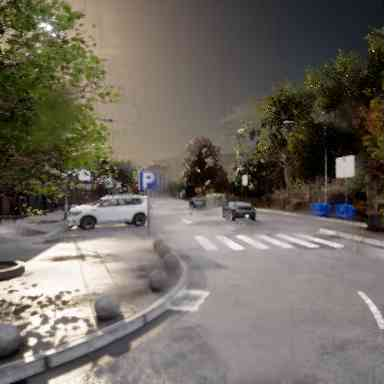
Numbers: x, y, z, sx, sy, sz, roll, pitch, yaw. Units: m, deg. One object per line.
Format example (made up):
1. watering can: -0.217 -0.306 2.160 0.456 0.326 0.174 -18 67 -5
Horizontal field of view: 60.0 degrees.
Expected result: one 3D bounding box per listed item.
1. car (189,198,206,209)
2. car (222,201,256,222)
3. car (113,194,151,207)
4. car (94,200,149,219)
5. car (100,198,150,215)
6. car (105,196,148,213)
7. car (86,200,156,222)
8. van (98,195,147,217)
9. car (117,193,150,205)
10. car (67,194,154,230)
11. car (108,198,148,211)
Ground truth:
1. car: 0.767 1.518 46.836 2.128 1.511 4.902 0 0 -8
2. car: 3.683 1.494 26.691 1.837 1.490 4.892 0 0 -8
3. car: -9.892 1.354 54.674 5.566 2.045 2.435 -1 0 -28
4. car: -6.526 1.594 30.872 4.674 1.452 2.002 -1 0 -28
5. car: -7.369 1.565 36.815 5.008 1.535 2.097 -1 0 -28
6. car: -7.836 1.445 39.782 4.553 1.767 2.185 -1 0 -28
7. car: -5.926 1.542 27.987 5.366 1.575 1.946 -1 0 -28
8. van: -7.055 1.336 33.784 4.442 1.987 1.878 -1 0 -28
9. car: -11.166 1.386 63.600 5.566 2.045 2.435 -1 0 -28
10. car: -5.245 1.287 21.929 5.566 2.045 2.435 -1 0 -28
11. car: -8.226 1.616 42.765 4.674 1.452 2.002 -1 0 -28
